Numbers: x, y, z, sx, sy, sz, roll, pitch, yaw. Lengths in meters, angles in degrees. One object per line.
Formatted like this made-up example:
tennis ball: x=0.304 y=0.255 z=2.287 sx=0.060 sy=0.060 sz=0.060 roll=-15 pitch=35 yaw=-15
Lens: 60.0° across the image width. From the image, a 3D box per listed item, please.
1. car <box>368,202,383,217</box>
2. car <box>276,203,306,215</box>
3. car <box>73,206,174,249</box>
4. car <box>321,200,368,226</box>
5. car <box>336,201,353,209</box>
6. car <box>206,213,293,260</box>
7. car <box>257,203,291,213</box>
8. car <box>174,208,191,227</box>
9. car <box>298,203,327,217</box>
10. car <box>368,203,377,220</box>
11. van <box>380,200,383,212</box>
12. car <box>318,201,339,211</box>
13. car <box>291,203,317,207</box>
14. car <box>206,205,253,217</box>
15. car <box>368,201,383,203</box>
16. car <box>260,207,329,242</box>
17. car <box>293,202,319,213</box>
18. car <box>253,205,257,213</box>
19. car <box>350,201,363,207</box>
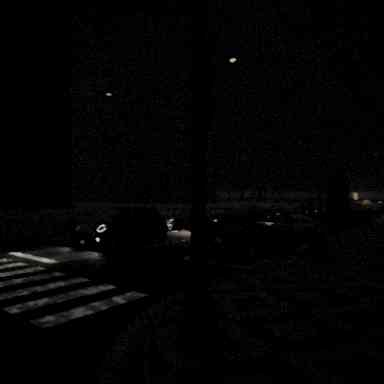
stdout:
car: x=19.046 y=2.070 z=35.769 sx=1.802 sy=1.307 sz=4.206 roll=-1 pitch=-2 yaw=37
car: x=12.219 y=2.062 z=40.876 sx=2.008 sy=1.369 sz=4.403 roll=-1 pitch=-1 yaw=37
car: x=-3.256 y=1.526 z=15.724 sx=2.097 sy=1.767 sz=4.553 roll=0 pitch=-1 yaw=37
car: x=12.277 y=1.670 z=26.731 sx=2.192 sy=1.841 sz=5.009 roll=-1 pitch=-2 yaw=37
car: x=29.124 y=2.388 z=63.472 sx=1.887 sy=1.381 sz=4.507 roll=-1 pitch=-1 yaw=37
car: x=2.138 y=1.736 z=13.168 sx=1.947 sy=1.339 sz=4.313 roll=-1 pitch=-1 yaw=37
car: x=8.084 y=1.906 z=30.868 sx=1.812 sy=1.442 sz=4.674 roll=0 pitch=-1 yaw=37
car: x=-1.303 y=1.804 z=22.799 sx=2.008 sy=1.369 sz=4.403 roll=-1 pitch=-1 yaw=37
car: x=14.127 y=2.063 z=38.885 sx=1.994 sy=1.385 sz=4.181 roll=0 pitch=-1 yaw=38
car: x=15.660 y=1.965 z=31.245 sx=1.887 sy=1.381 sz=4.507 roll=-1 pitch=-2 yaw=37
van: x=29.184 y=2.030 z=49.327 sx=1.690 sy=1.788 sz=3.998 roll=-1 pitch=-2 yaw=37
car: x=22.362 y=2.264 z=54.433 sx=2.008 sy=1.369 sz=4.403 roll=-1 pitch=-1 yaw=37
car: x=10.706 y=1.725 z=29.054 sx=2.097 sy=1.767 sz=4.553 roll=0 pitch=-1 yaw=37
car: x=2.115 y=1.795 z=22.906 sx=1.812 sy=1.442 sz=4.674 roll=0 pitch=-1 yaw=37
car: x=22.423 y=2.100 z=40.284 sx=1.887 sy=1.381 sz=4.507 roll=-1 pitch=-2 yaw=37
car: x=5.619 y=1.757 z=17.823 sx=1.752 sy=1.417 sz=4.829 roll=-1 pitch=-1 yaw=37
car: x=15.600 y=2.130 z=45.395 sx=2.008 sy=1.369 sz=4.403 roll=-1 pitch=-2 yaw=37
car: x=5.458 y=1.923 z=31.838 sx=1.887 sy=1.381 sz=4.507 roll=-1 pitch=-1 yaw=37
car: x=35.887 y=2.551 z=72.509 sx=1.802 sy=1.307 sz=4.206 roll=-1 pitch=-1 yaw=37
